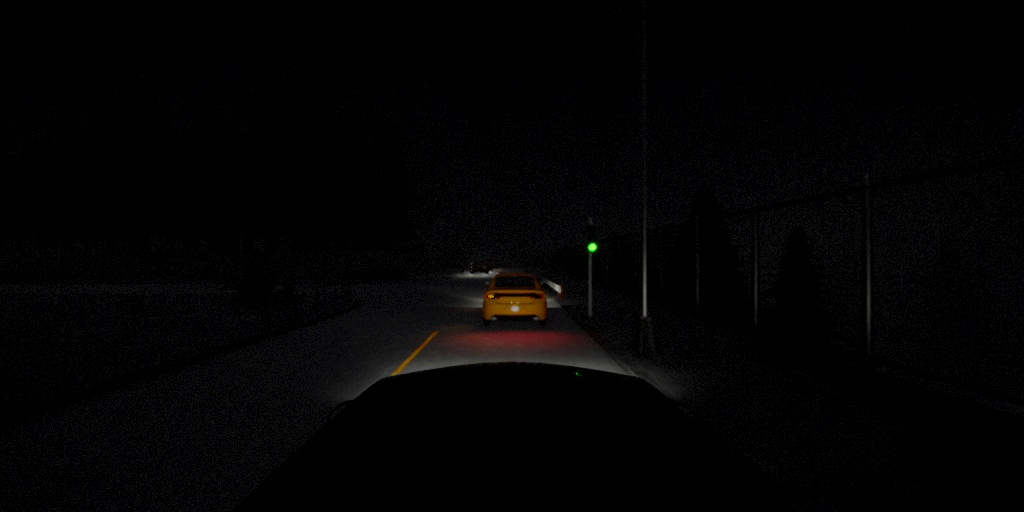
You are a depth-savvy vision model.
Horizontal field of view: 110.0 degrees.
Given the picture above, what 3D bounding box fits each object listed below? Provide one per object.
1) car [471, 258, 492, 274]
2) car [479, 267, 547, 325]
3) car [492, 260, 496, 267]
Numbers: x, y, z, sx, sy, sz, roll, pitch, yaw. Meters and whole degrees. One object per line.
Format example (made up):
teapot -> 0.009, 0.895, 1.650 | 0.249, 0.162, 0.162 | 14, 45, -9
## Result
car -> -4.091, 1.364, 46.195 | 2.097, 1.767, 4.553 | 0, 0, 0
car -> 0.087, 1.289, 12.168 | 1.882, 1.535, 5.008 | 0, 0, 0
car -> -4.070, 1.674, 56.470 | 1.895, 1.301, 4.718 | 0, 0, 0
